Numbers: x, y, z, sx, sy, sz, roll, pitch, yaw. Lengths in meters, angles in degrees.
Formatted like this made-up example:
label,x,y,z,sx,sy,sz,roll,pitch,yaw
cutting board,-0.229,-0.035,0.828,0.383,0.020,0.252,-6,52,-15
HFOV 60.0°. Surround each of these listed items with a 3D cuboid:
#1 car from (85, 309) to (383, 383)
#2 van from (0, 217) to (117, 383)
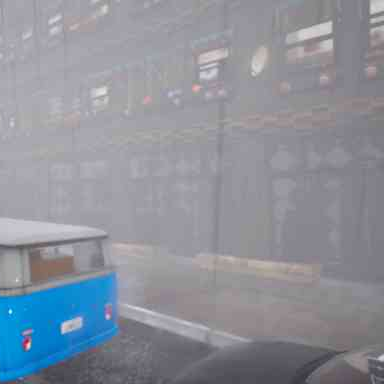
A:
label,x,y,z,sx,sy,sz,roll,pitch,yaw
car,1.696,1.555,1.678,4.403,1.369,2.008,1,-1,36
van,-2.904,1.305,4.967,3.998,1.788,1.690,1,-1,36
